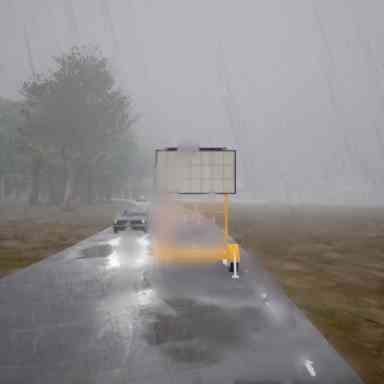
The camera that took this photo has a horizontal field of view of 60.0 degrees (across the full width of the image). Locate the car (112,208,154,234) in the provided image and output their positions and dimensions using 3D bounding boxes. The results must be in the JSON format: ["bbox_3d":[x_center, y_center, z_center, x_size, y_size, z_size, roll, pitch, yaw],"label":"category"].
[{"bbox_3d":[-3.325,1.600,19.340,1.895,1.301,4.718,0,0,-2],"label":"car"}]

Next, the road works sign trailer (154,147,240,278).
[{"bbox_3d":[0.109,0.464,10.097,2.380,3.560,2.880,0,0,-1],"label":"road works sign trailer"}]

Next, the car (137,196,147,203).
[{"bbox_3d":[-10.858,1.531,71.842,1.882,1.535,5.008,0,0,-14],"label":"car"}]
